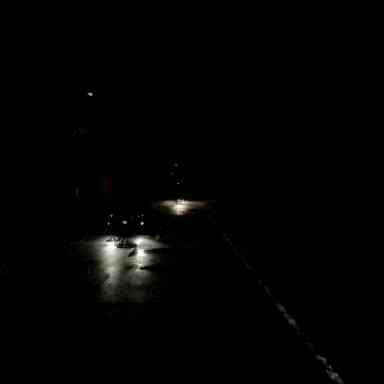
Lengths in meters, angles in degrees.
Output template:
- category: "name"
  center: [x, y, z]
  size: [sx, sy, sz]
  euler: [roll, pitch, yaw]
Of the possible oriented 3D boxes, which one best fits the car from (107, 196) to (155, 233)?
- category: "car"
  center: [-3.599, 1.295, 20.555]
  size: [2.150, 2.045, 5.566]
  euler: [0, 0, 0]
